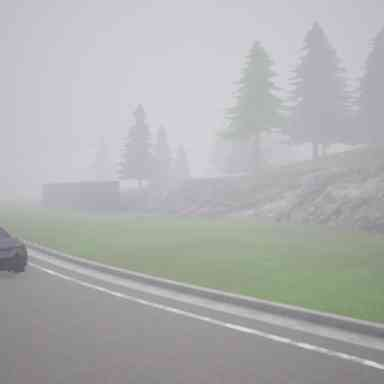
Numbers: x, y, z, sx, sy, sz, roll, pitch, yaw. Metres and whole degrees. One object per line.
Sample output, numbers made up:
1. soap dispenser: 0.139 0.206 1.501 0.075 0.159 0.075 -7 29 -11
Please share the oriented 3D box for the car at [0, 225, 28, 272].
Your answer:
1. car: -6.409 1.515 9.650 4.181 1.385 1.994 0 0 45
